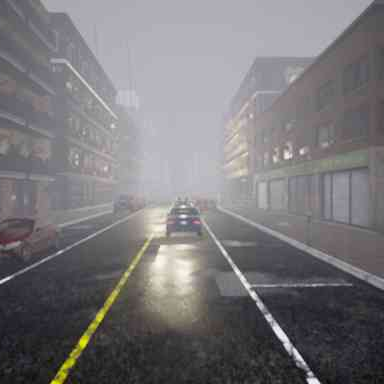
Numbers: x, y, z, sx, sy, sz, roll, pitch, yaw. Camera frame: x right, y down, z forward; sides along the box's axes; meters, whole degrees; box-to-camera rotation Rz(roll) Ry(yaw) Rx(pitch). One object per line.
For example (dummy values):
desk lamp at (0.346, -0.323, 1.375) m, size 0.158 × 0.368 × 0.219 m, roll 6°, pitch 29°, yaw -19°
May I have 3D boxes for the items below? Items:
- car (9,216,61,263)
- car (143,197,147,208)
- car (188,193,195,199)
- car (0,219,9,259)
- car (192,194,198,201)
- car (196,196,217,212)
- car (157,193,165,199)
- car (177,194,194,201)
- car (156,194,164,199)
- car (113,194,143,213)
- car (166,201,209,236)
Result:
car at (-6.017, 1.550, 11.767) m, size 1.802 × 1.307 × 4.206 m, roll 0°, pitch 0°, yaw -2°
car at (-6.877, 1.265, 39.934) m, size 1.967 × 1.590 × 4.097 m, roll 0°, pitch 0°, yaw -2°
car at (-0.051, 1.044, 91.058) m, size 1.752 × 1.417 × 4.829 m, roll 0°, pitch 0°, yaw -2°
car at (-5.845, 1.311, 6.132) m, size 2.192 × 1.841 × 5.009 m, roll 0°, pitch 0°, yaw -2°
car at (1.328, 1.300, 45.820) m, size 1.887 × 1.381 × 4.507 m, roll 0°, pitch 0°, yaw -2°
car at (1.667, 1.337, 34.723) m, size 1.752 × 1.417 × 4.829 m, roll 0°, pitch 0°, yaw -2°
car at (-8.424, 1.111, 90.637) m, size 2.008 × 1.369 × 4.403 m, roll 0°, pitch 0°, yaw -2°
car at (-1.107, 1.342, 40.572) m, size 2.033 × 1.411 × 5.357 m, roll 0°, pitch 0°, yaw -2°
car at (-8.252, 1.141, 85.003) m, size 2.008 × 1.369 × 4.403 m, roll 0°, pitch 0°, yaw -2°
car at (-6.705, 1.169, 34.300) m, size 2.192 × 1.841 × 5.009 m, roll 0°, pitch 0°, yaw -2°
car at (-0.435, 1.457, 17.949) m, size 2.033 × 1.411 × 5.357 m, roll 0°, pitch 0°, yaw -1°
